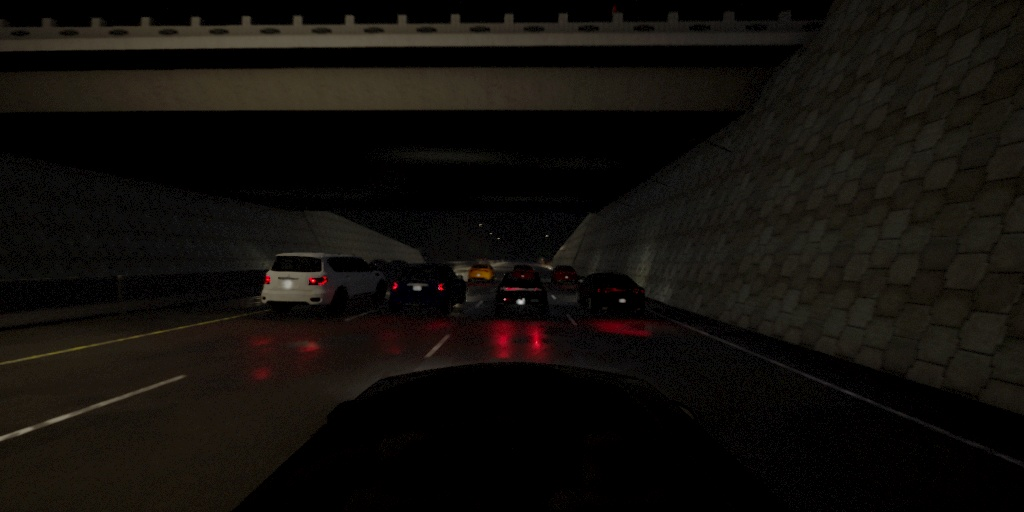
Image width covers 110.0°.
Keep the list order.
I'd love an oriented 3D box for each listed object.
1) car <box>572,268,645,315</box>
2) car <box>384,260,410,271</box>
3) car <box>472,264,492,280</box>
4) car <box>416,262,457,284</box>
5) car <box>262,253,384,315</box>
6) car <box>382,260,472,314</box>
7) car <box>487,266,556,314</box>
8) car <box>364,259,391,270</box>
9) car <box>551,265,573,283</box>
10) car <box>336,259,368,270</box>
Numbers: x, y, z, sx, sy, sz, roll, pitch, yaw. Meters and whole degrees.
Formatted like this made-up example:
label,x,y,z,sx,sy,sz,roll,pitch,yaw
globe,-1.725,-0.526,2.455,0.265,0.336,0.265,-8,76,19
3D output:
label,x,y,z,sx,sy,sz,roll,pitch,yaw
car,3.903,1.414,14.826,1.882,1.535,5.008,1,-1,2
car,-16.088,1.278,50.368,1.837,1.490,4.892,1,0,2
car,-2.569,1.398,31.062,1.882,1.535,5.008,1,0,2
car,-6.124,1.324,29.656,2.128,1.511,4.902,1,0,2
car,-6.645,0.919,13.478,2.150,2.045,5.566,1,0,2
car,-3.120,1.129,14.234,2.097,1.767,4.553,1,-1,2
car,0.386,1.348,14.413,2.128,1.511,4.902,1,0,2
car,-19.505,1.191,52.347,1.882,1.535,5.008,1,0,2
car,4.426,1.549,30.846,1.882,1.535,5.008,1,0,2
car,-23.016,1.181,51.886,2.033,1.411,5.357,1,0,3
